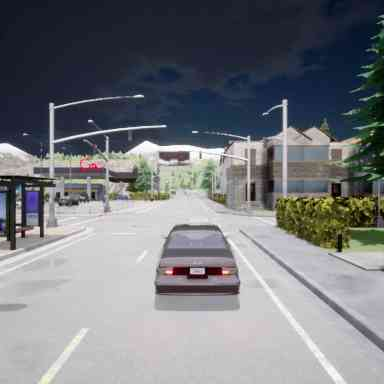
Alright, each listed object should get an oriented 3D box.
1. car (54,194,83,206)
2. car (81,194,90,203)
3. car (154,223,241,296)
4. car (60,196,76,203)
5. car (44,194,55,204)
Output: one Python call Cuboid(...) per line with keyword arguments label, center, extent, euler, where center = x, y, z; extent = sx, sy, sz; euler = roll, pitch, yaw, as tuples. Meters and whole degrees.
Cuboid(label="car", center=(-18.891, 1.489, 51.029), extent=(2.007, 1.523, 4.514), euler=(0, 0, 0))
Cuboid(label="car", center=(-22.584, 1.268, 68.900), extent=(1.905, 1.878, 3.866), euler=(0, 0, 0))
Cuboid(label="car", center=(0.105, 1.547, 8.822), extent=(2.033, 1.411, 5.357), euler=(0, 0, 0))
Cuboid(label="car", center=(-25.910, 1.552, 69.504), extent=(1.970, 1.475, 3.806), euler=(0, 0, 0))
Cuboid(label="car", center=(-25.854, 1.289, 61.025), extent=(1.932, 1.855, 4.605), euler=(0, 0, 0))
